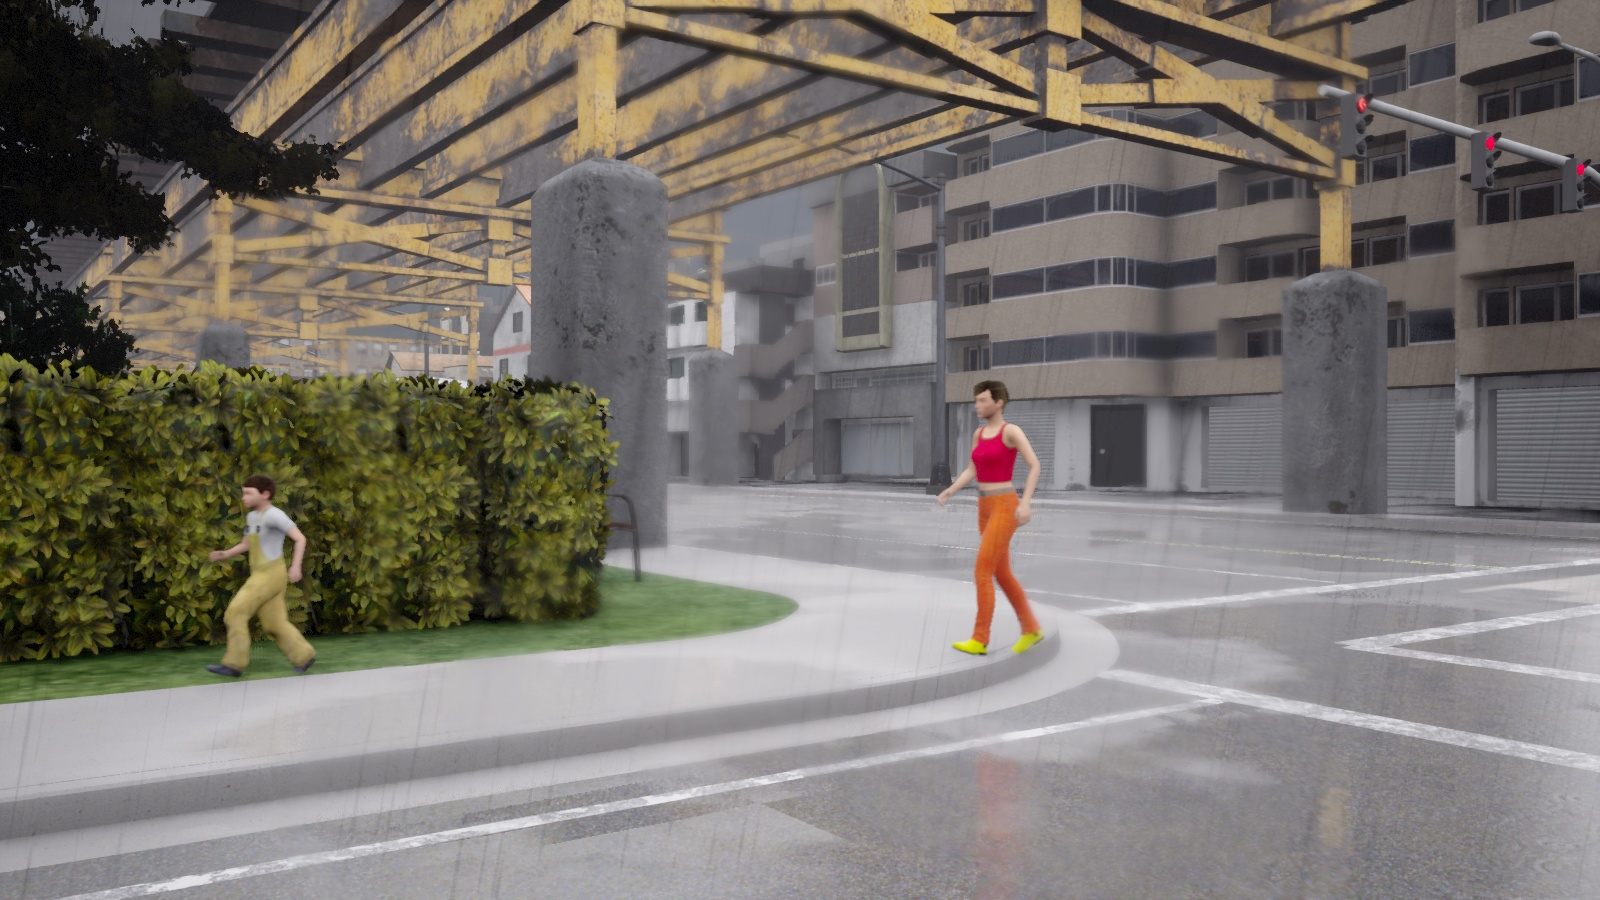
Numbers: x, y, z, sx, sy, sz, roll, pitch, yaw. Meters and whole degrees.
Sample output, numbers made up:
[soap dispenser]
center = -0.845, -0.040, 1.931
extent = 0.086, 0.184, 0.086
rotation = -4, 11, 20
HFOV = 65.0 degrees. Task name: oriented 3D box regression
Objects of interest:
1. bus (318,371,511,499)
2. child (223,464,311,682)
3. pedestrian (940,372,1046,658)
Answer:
[bus]
center = -14.729, -0.485, 47.223
extent = 3.944, 4.253, 10.273
rotation = 0, 0, -35
[child]
center = -3.187, 0.715, 7.513
extent = 0.437, 1.263, 0.270
rotation = 0, 0, -36
[pedestrian]
center = 1.278, 0.418, 8.316
extent = 0.594, 1.836, 0.345
rotation = 0, 0, -22
